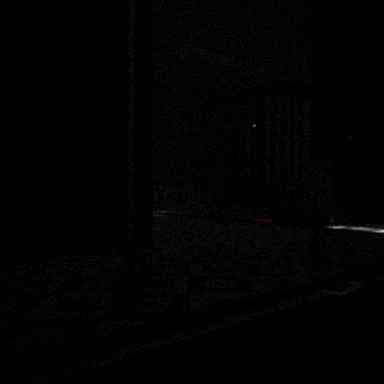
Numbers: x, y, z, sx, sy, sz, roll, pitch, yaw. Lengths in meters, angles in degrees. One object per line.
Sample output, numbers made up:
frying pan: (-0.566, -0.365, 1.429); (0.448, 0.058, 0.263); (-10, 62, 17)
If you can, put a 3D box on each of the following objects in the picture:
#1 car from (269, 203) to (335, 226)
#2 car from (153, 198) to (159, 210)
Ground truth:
car: (7.781, 1.560, 23.828); (2.128, 1.511, 4.902); (1, 0, -36)
car: (-6.490, 1.347, 43.805); (2.150, 2.045, 5.566); (1, 0, -36)
